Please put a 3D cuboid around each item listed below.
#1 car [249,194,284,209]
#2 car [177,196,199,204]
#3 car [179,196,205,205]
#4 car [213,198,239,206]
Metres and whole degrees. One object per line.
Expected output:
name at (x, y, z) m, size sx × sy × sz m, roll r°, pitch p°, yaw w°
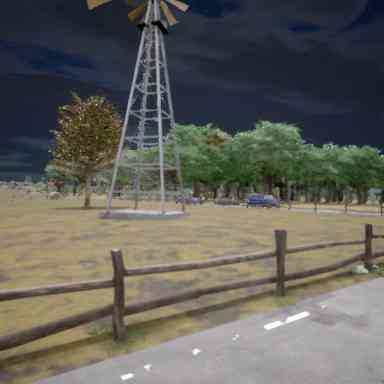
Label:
car at (10.757, 1.378, 48.535) m, size 2.150 × 2.045 × 5.566 m, roll 2°, pitch -1°, yaw -35°
car at (-0.903, 1.579, 69.754) m, size 2.128 × 1.511 × 4.902 m, roll 2°, pitch -1°, yaw -36°
car at (0.242, 1.763, 63.406) m, size 2.033 × 1.411 × 5.357 m, roll 2°, pitch -1°, yaw -36°
car at (6.075, 1.788, 60.029) m, size 2.033 × 1.411 × 5.357 m, roll 2°, pitch -1°, yaw -35°
